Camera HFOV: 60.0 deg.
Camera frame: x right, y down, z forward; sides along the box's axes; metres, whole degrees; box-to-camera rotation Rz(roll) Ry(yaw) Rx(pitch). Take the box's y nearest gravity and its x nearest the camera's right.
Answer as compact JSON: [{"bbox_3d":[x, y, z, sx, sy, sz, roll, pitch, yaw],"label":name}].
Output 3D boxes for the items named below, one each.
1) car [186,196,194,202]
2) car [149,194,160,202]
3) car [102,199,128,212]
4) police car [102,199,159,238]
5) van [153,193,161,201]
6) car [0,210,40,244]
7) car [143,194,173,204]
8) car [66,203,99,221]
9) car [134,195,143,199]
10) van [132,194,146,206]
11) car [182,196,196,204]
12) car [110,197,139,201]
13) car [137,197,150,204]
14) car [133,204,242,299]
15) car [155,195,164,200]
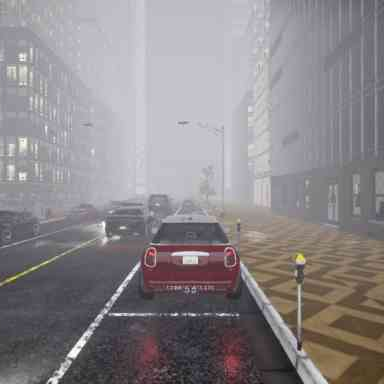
[{"bbox_3d":[-0.452,1.533,78.399,1.802,1.307,4.206,0,0,0],"label":"car"},{"bbox_3d":[-8.832,1.391,78.413,1.967,1.590,4.097,0,0,0],"label":"car"},{"bbox_3d":[-8.833,1.537,38.569,2.008,1.369,4.403,0,0,0],"label":"car"},{"bbox_3d":[-3.144,1.422,17.704,1.930,1.638,5.238,0,0,0],"label":"police car"},{"bbox_3d":[-8.831,1.285,84.106,1.690,1.788,3.998,0,0,0],"label":"van"},{"bbox_3d":[-8.833,1.563,15.800,1.947,1.339,4.313,0,0,0],"label":"car"},{"bbox_3d":[-3.053,1.212,32.151,2.150,2.045,5.566,0,0,0],"label":"car"},{"bbox_3d":[-8.832,1.575,27.183,1.802,1.307,4.206,0,0,0],"label":"car"},{"bbox_3d":[-8.832,1.523,49.953,1.887,1.381,4.507,0,0,0],"label":"car"},{"bbox_3d":[-8.832,1.315,55.646,1.690,1.788,3.998,0,0,0],"label":"van"},{"bbox_3d":[-0.452,1.548,44.248,1.947,1.339,4.313,0,0,0],"label":"car"},{"bbox_3d":[-6.244,1.483,28.434,2.128,1.511,4.902,0,0,0],"label":"car"},{"bbox_3d":[-8.832,1.550,61.338,1.802,1.307,4.206,0,0,0],"label":"car"},{"bbox_3d":[-0.032,1.352,8.619,2.097,1.767,4.553,0,0,0],"label":"car"},{"bbox_3d":[-8.832,1.504,89.799,1.947,1.339,4.313,0,0,0],"label":"car"}]
